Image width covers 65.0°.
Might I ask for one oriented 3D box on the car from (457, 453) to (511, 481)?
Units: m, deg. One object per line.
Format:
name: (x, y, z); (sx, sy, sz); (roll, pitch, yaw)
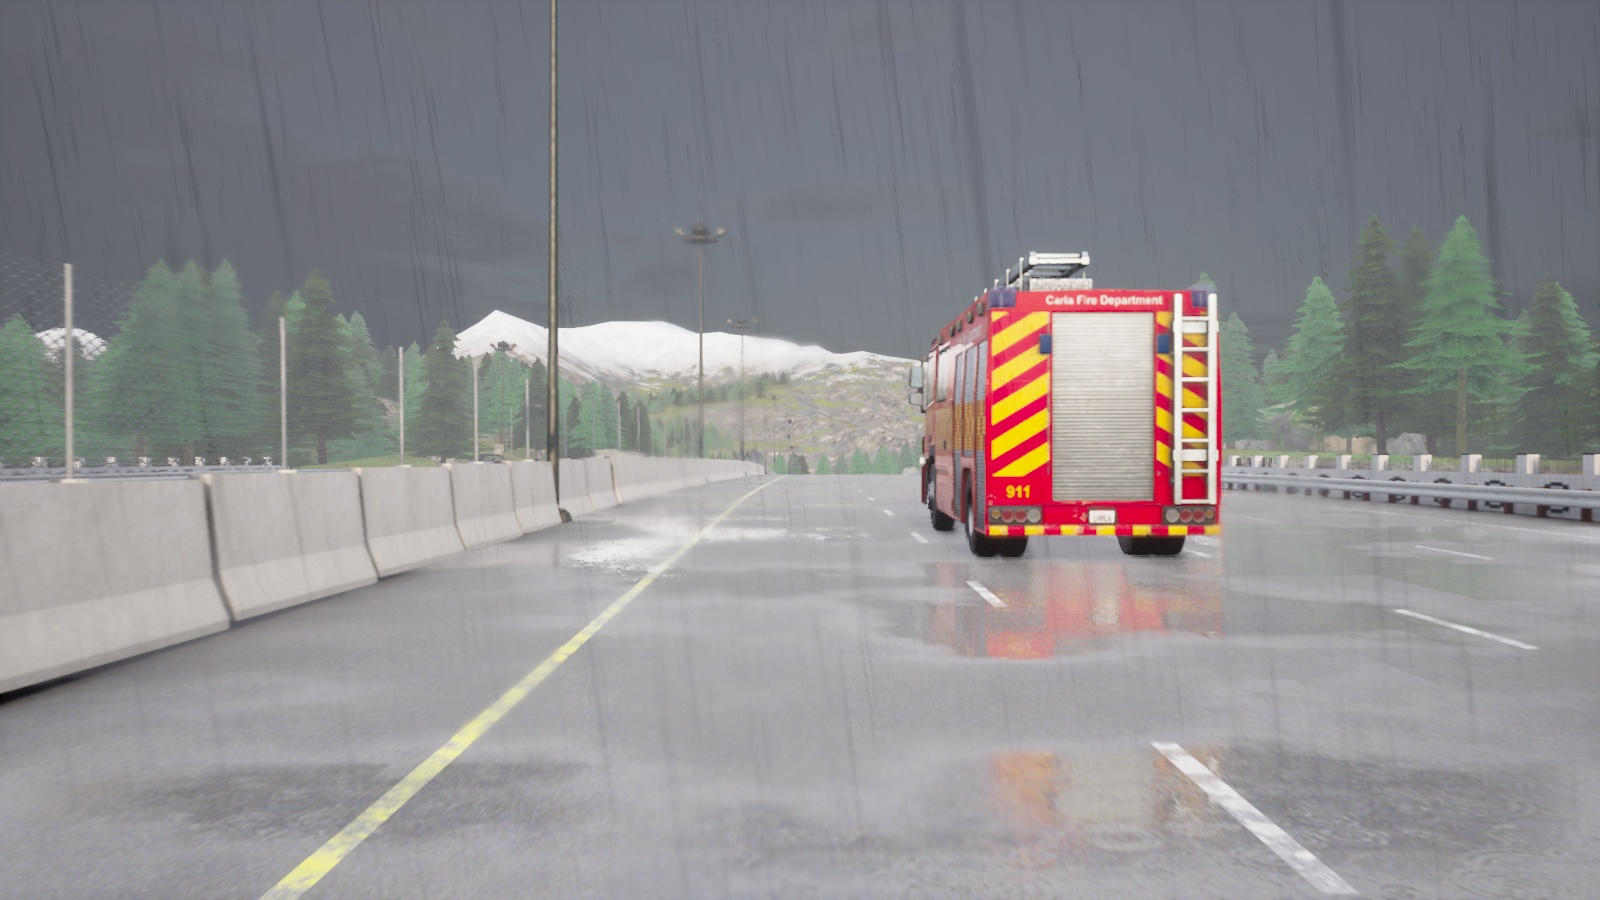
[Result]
car: (-17.097, 0.901, 68.104); (1.816, 1.474, 4.193); (0, -1, 0)

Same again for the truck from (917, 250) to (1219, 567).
truck: (3.627, -0.521, 19.389); (2.891, 3.827, 8.468); (0, 0, 0)
